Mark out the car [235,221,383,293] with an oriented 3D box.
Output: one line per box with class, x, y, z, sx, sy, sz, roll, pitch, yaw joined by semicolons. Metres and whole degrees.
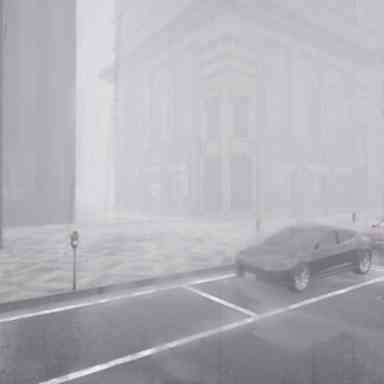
car;3.108;1.559;8.862;4.313;1.339;1.947;0;0;-36
